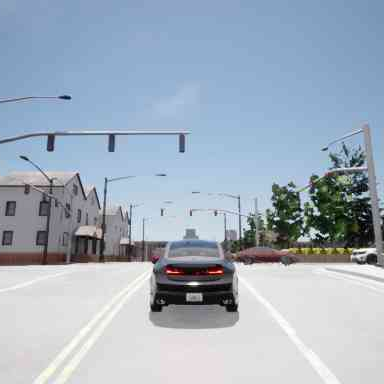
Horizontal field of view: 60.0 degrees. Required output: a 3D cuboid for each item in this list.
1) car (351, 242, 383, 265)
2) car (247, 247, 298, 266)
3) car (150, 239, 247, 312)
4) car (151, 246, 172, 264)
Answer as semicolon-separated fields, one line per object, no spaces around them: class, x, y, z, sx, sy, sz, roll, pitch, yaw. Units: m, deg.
car;16.796;5.315;28.830;5.566;2.045;2.150;0;-12;1
car;5.729;4.979;25.724;4.674;1.442;1.812;-3;-11;16
car;0.046;1.985;8.589;1.837;1.490;4.892;0;-7;0
car;-3.721;7.970;41.590;2.150;2.045;5.566;0;-12;0
